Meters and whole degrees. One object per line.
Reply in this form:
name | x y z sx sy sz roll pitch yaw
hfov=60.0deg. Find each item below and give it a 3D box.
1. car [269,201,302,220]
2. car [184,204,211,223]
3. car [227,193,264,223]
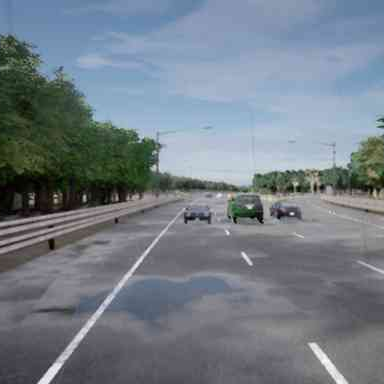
car | 7.504 1.454 26.967 1.812 1.442 4.674 0 0 2
car | 0.422 1.534 24.422 1.895 1.301 4.718 0 0 1
car | 3.936 1.154 24.997 2.150 2.045 5.566 0 0 1
